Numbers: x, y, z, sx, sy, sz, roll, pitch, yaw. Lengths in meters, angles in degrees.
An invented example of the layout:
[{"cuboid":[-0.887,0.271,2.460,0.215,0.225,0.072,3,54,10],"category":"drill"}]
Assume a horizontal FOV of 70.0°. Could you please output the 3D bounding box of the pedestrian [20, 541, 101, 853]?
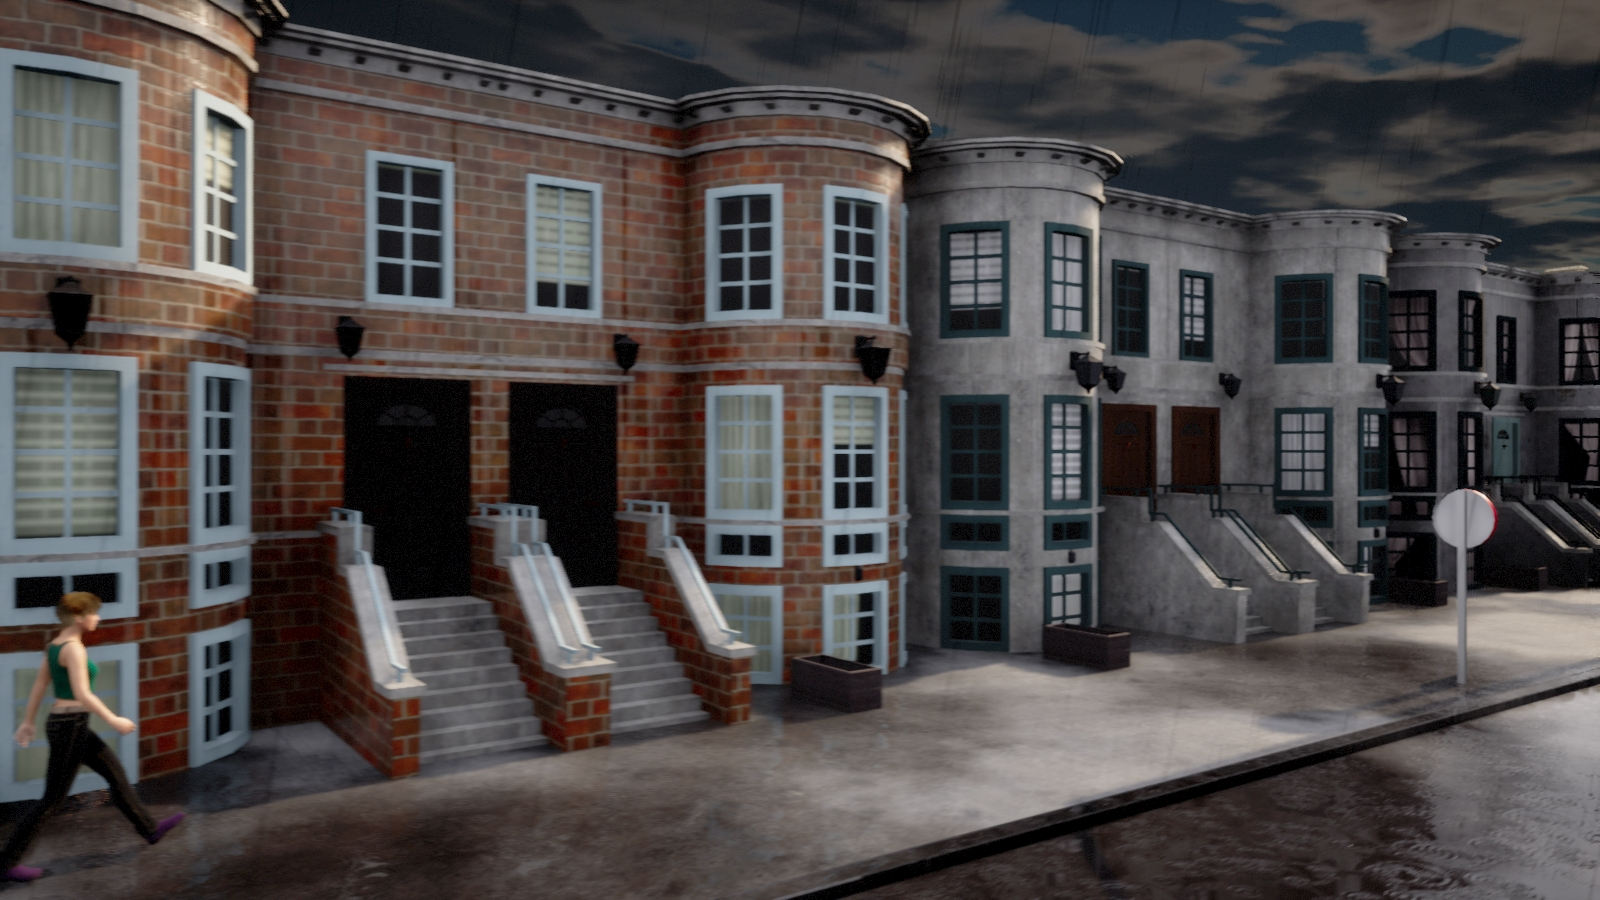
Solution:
[{"cuboid":[-4.681,1.525,7.230,0.375,1.860,0.375,0,0,-41],"category":"pedestrian"}]
